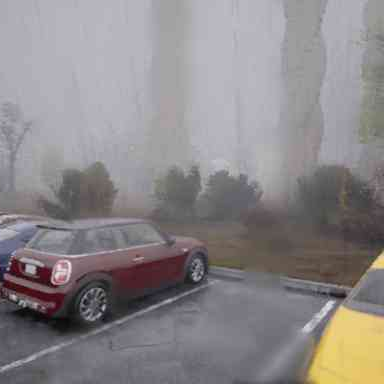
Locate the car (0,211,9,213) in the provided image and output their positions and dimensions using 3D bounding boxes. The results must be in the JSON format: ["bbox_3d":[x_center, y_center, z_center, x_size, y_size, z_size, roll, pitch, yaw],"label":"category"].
[{"bbox_3d":[-5.990,1.479,10.652,2.002,1.452,4.674,0,0,36],"label":"car"}]

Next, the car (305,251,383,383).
[{"bbox_3d":[2.870,1.477,4.098,1.946,1.575,5.366,0,0,36],"label":"car"}]

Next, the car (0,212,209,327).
[{"bbox_3d":[-1.519,1.343,7.421,2.185,1.767,4.553,0,0,36],"label":"car"}]
